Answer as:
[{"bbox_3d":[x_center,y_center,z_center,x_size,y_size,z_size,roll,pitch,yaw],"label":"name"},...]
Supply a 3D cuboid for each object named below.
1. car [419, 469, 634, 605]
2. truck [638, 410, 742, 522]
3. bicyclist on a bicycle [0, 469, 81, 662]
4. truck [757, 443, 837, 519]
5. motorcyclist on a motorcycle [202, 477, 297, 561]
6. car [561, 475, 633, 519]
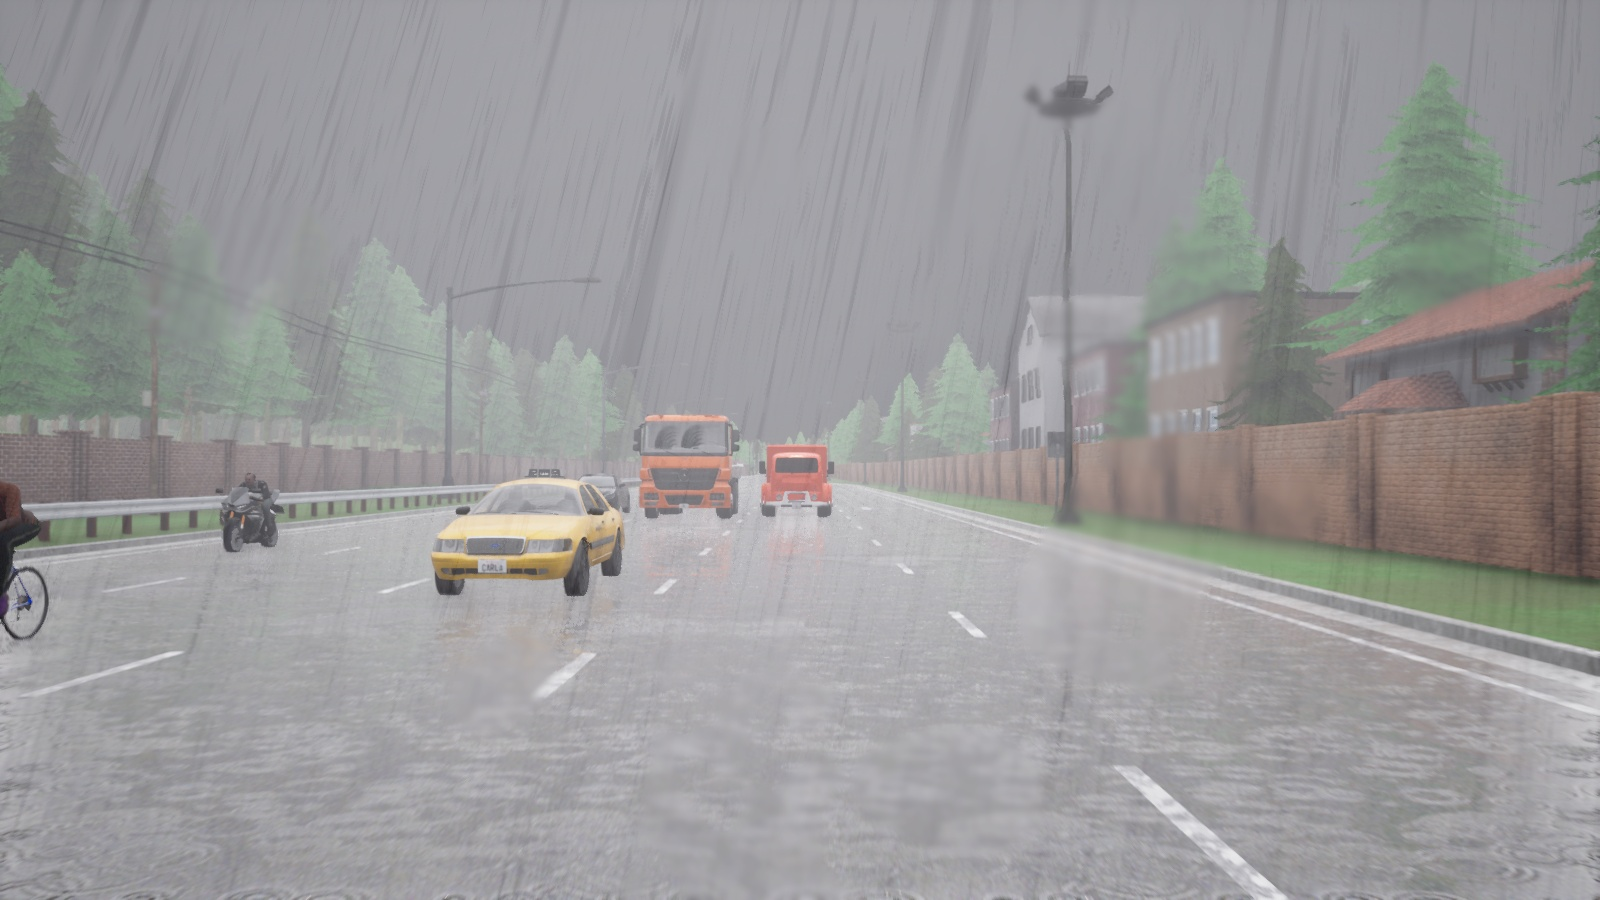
[{"bbox_3d":[-3.544,1.058,17.327,1.801,1.575,5.366,0,-1,0],"label":"car"},{"bbox_3d":[-3.611,0.568,43.084,2.891,3.462,7.936,0,-1,0],"label":"truck"},{"bbox_3d":[-7.028,0.979,10.937,0.582,1.620,1.656,0,-1,0],"label":"bicyclist on a bicycle"},{"bbox_3d":[-0.111,1.063,43.884,2.627,2.467,5.204,0,-1,0],"label":"truck"},{"bbox_3d":[-10.560,1.297,24.198,0.866,1.530,2.191,0,-1,0],"label":"motorcyclist on a motorcycle"},{"bbox_3d":[-7.110,1.613,44.459,1.812,1.442,4.674,0,-1,0],"label":"car"}]
